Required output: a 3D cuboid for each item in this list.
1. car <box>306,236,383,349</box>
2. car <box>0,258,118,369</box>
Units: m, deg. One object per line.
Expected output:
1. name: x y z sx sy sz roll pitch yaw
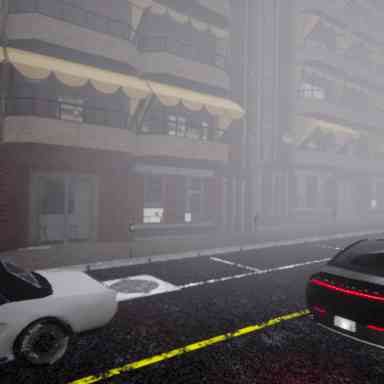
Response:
1. car: 4.052 1.531 5.841 4.892 1.490 1.837 0 0 -34
2. car: -3.514 1.624 4.253 4.718 1.301 1.895 0 0 -34
